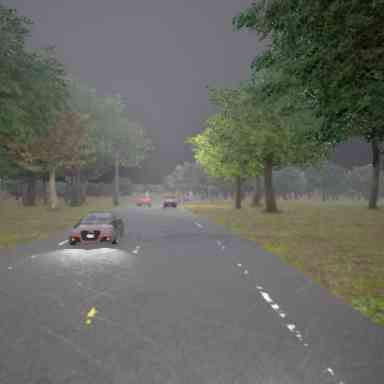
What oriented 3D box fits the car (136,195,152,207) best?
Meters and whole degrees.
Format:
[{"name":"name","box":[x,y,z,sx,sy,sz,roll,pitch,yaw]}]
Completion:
[{"name":"car","box":[-8.250,1.537,57.527,2.150,2.045,5.566,0,-1,-1]}]

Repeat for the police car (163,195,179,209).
[{"name":"police car","box":[-3.285,1.648,49.589,1.930,1.638,5.238,0,-1,-4]}]

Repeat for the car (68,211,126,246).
[{"name":"car","box":[-4.281,1.608,15.529,1.994,1.385,4.181,0,0,-4]}]
